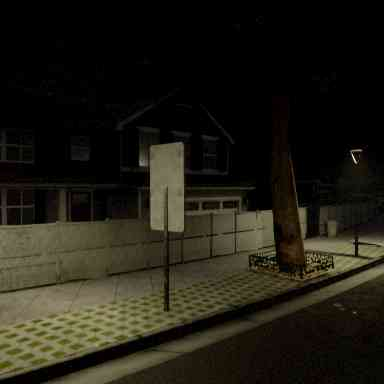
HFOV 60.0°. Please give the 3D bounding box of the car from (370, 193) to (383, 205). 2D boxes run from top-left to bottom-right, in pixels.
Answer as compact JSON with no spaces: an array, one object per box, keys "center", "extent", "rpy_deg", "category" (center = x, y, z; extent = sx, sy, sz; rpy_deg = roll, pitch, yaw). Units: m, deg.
[{"center":[33.710,1.282,59.688],"extent":[2.150,2.045,5.566],"rpy_deg":[0,0,10],"category":"car"}]
